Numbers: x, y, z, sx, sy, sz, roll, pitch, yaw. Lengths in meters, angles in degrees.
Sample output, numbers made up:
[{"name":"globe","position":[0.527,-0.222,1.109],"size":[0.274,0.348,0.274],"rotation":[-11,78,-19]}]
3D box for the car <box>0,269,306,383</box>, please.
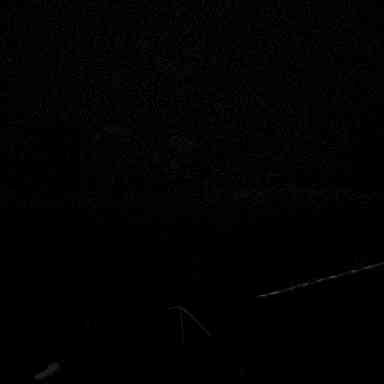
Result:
[{"name":"car","position":[-1.090,1.596,3.214],"size":[4.718,1.301,1.895],"rotation":[0,0,-36]}]
